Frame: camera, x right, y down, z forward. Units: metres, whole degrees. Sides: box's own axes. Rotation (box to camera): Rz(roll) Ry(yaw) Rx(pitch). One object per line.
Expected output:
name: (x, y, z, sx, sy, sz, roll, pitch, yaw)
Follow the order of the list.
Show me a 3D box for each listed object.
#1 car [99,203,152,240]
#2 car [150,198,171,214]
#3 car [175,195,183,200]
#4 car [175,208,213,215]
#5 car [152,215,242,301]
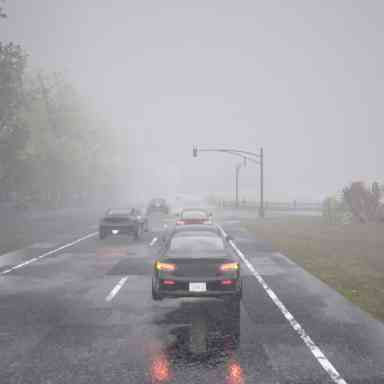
car: (-3.398, 1.508, 17.149, 1.837, 1.490, 4.892, 0, 0, 0)
car: (-3.395, 1.358, 34.777, 2.097, 1.767, 4.553, 0, 0, 0)
car: (-3.490, 1.475, 90.488, 1.882, 1.535, 5.008, 0, 0, 0)
car: (0.106, 1.530, 17.095, 1.812, 1.442, 4.674, 0, 0, 0)
car: (0.102, 1.528, 8.221, 1.812, 1.442, 4.674, 0, 0, 0)
